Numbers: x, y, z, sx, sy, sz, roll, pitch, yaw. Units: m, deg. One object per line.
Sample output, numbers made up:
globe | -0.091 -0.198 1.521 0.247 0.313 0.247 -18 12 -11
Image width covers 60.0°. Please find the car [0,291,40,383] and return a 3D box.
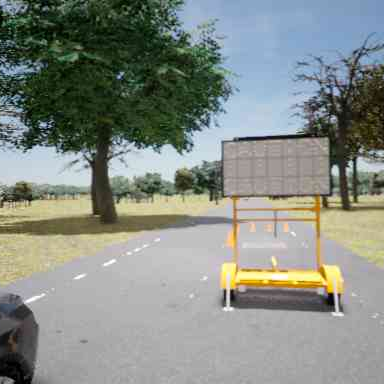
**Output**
car | -2.908 1.573 1.792 1.837 1.490 4.892 -1 -1 11

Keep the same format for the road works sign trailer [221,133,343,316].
road works sign trailer | 1.914 0.508 7.665 2.380 3.560 2.880 -1 -1 11
